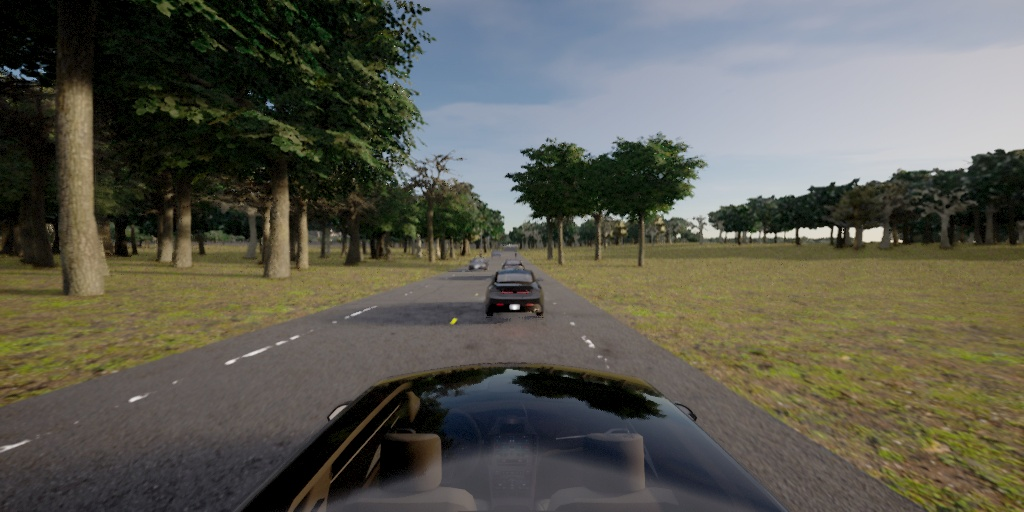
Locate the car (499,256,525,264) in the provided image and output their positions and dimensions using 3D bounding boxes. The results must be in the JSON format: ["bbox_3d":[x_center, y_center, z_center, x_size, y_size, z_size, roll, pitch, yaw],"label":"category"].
[{"bbox_3d":[0.091,1.018,30.161,2.128,1.511,4.902,0,1,0],"label":"car"}]

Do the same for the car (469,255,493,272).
[{"bbox_3d":[-3.594,0.891,39.113,2.128,1.511,4.902,0,1,0],"label":"car"}]

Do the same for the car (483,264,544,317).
[{"bbox_3d":[0.090,1.207,12.887,1.837,1.490,4.892,0,1,0],"label":"car"}]
